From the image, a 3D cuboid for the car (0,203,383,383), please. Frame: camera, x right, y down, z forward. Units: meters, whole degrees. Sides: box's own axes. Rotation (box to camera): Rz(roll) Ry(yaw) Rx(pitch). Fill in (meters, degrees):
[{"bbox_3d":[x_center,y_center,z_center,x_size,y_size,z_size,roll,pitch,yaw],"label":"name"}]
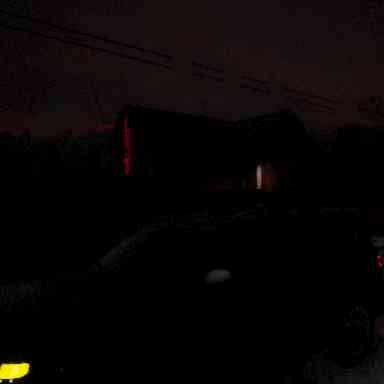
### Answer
[{"bbox_3d":[0.248,1.208,4.177,5.566,2.045,2.150,-1,0,-36],"label":"car"}]
